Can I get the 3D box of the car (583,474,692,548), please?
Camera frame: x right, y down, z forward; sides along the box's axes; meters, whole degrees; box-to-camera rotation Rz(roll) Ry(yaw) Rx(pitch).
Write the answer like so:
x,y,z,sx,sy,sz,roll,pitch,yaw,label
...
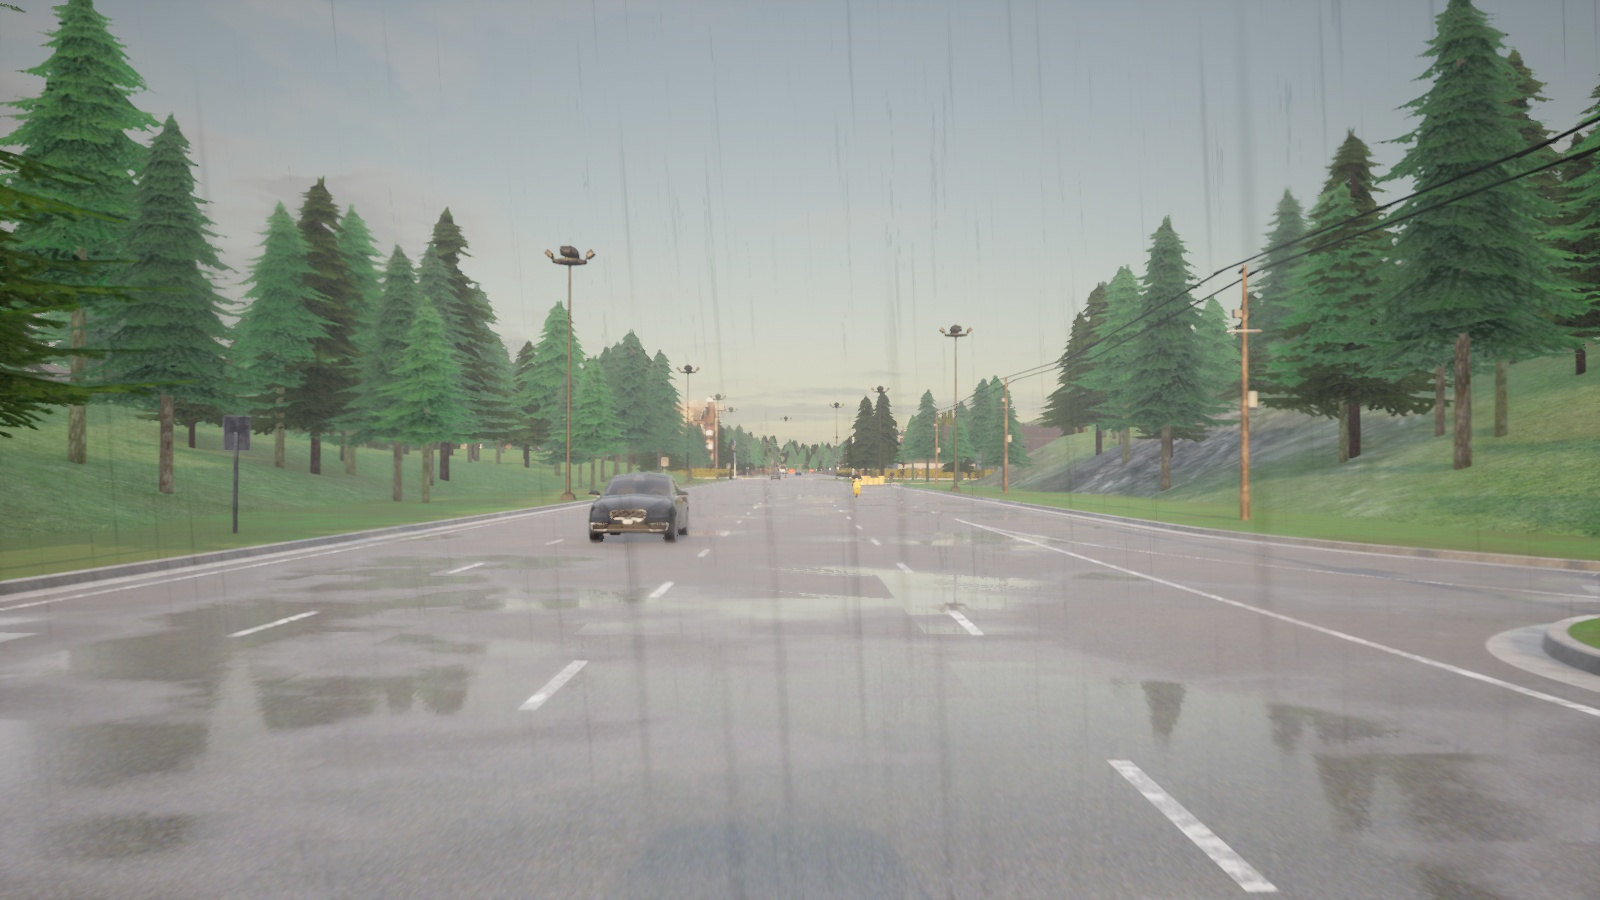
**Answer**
x,y,z,sx,sy,sz,roll,pitch,yaw,label
-3.569,1.309,28.383,1.837,1.490,4.892,0,-1,0,car
